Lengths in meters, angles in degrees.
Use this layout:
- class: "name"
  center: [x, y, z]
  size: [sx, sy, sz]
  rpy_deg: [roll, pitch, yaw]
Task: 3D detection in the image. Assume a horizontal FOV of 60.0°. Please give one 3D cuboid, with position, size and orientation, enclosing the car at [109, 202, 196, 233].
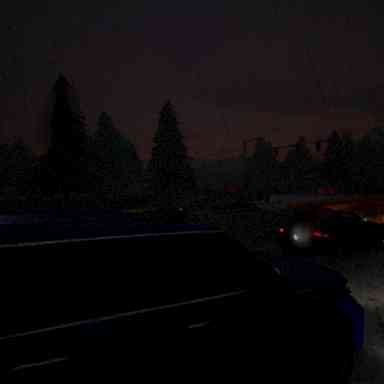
- class: "car"
  center: [-2.229, 1.398, 19.589]
  size: [4.718, 1.301, 1.895]
  rpy_deg: [-3, 1, -35]

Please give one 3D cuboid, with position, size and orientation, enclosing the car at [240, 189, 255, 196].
- class: "car"
  center: [9.224, 0.143, 58.098]
  size: [2.128, 1.511, 4.902]
  rpy_deg: [-3, 1, -35]

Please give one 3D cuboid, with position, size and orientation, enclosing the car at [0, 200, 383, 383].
- class: "car"
  center: [-0.599, 1.211, 3.318]
  size: [5.566, 2.045, 2.150]
  rpy_deg: [0, 0, -35]

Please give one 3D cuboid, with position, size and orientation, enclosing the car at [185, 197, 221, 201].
- class: "car"
  center: [1.736, 1.217, 18.108]
  size: [4.892, 1.490, 1.837]
  rpy_deg: [-2, 1, -35]

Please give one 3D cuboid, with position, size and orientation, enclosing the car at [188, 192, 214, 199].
- class: "car"
  center: [0.482, 1.091, 25.794]
  size: [4.892, 1.490, 1.837]
  rpy_deg: [-3, 2, -35]
